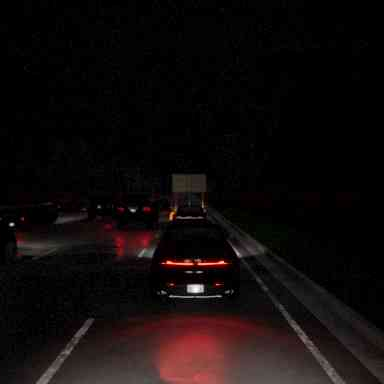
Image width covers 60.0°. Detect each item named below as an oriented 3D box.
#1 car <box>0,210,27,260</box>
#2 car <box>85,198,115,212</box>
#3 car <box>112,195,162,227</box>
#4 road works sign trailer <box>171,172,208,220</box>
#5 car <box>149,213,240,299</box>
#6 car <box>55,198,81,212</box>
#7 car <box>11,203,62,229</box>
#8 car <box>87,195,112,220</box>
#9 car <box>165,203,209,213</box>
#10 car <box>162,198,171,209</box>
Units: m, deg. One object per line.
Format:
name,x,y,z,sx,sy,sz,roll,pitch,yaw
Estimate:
car,-6.959,1.478,9.448,1.882,1.535,5.008,0,0,0
car,-10.720,1.489,39.225,2.128,1.511,4.902,0,0,0
car,-3.569,1.221,22.670,2.150,2.045,5.566,0,0,-1
road works sign trailer,-0.186,0.464,22.712,2.380,3.560,2.880,0,0,-3
car,0.047,1.505,8.453,1.837,1.490,4.892,0,0,0
car,-14.205,1.478,38.048,1.882,1.535,5.008,0,0,-1
car,-10.562,1.601,21.737,1.895,1.301,4.718,0,0,-1
car,-7.118,1.223,28.099,2.150,2.045,5.566,0,0,-1
car,-0.067,1.488,18.842,2.128,1.511,4.902,0,0,1
car,-3.728,1.488,41.148,2.128,1.511,4.902,0,0,-1
